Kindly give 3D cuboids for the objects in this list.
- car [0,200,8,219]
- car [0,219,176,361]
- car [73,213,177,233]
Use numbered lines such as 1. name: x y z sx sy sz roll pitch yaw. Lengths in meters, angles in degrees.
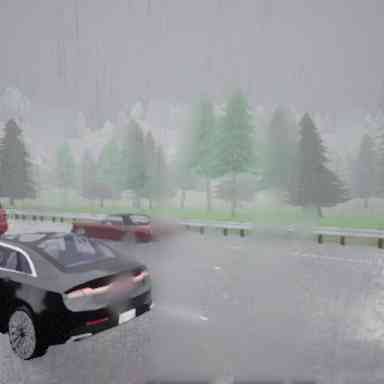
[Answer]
1. car: -10.633 1.158 15.009 5.566 2.045 2.150 0 0 32
2. car: -2.892 1.470 5.901 4.902 1.511 2.128 0 0 34
3. car: -3.071 1.560 14.407 4.718 1.301 1.895 0 0 33
